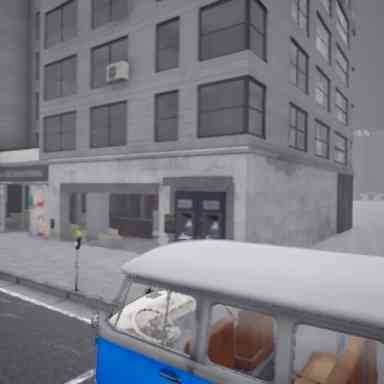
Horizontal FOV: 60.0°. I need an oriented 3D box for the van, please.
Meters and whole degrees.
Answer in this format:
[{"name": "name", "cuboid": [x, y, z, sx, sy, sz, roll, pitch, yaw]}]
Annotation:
[{"name": "van", "cuboid": [1.032, 1.340, 2.212, 3.998, 1.788, 1.690, 0, 1, 36]}]
